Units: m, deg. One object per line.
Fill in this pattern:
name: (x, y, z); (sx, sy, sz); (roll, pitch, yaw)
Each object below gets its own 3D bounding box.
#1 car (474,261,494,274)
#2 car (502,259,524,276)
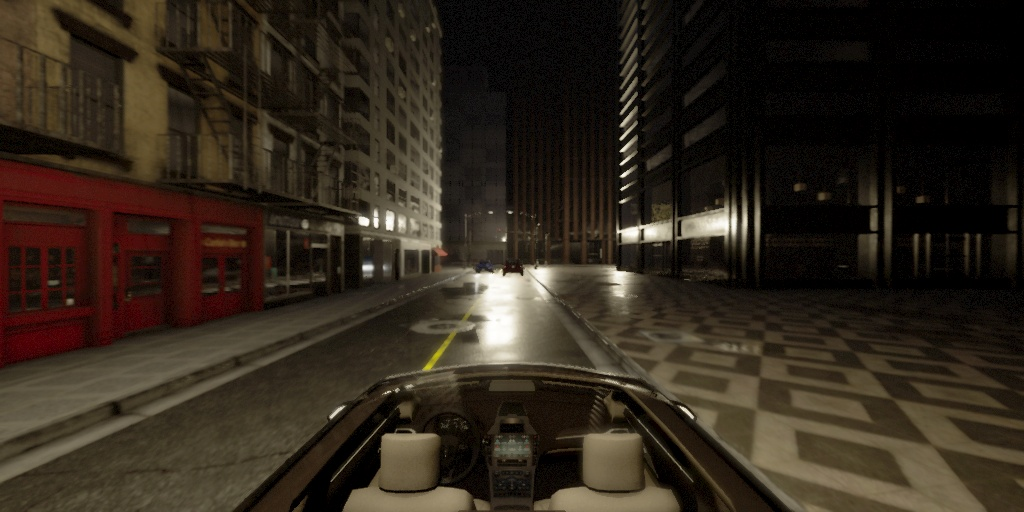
car: (-3.076, 1.250, 40.745); (1.812, 1.442, 4.674); (0, 0, 0)
car: (0.106, 1.081, 36.875); (2.097, 1.767, 4.553); (0, 0, 0)
